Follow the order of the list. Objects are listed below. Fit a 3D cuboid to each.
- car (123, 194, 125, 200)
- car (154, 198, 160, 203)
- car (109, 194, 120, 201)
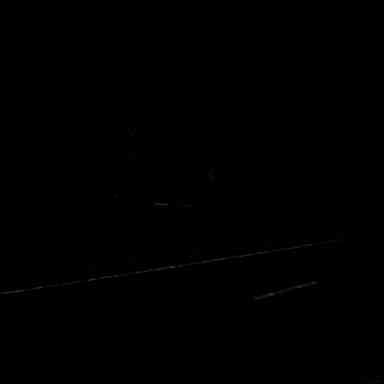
[{"bbox_3d":[-17.396,1.292,85.190,1.837,1.490,4.892,0,0,-37],"label":"car"},{"bbox_3d":[-7.811,1.510,61.519,1.895,1.301,4.718,0,0,-39],"label":"car"},{"bbox_3d":[-20.182,1.338,83.072,2.128,1.511,4.902,0,0,-37],"label":"car"}]
